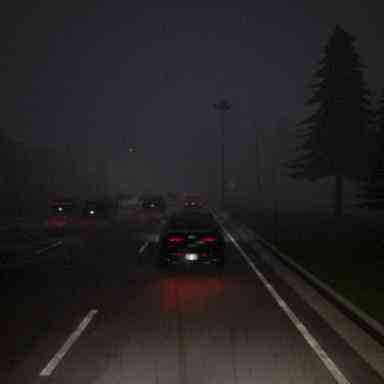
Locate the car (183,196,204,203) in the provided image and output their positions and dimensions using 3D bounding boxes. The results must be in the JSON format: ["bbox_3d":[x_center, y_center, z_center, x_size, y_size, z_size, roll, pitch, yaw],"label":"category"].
[{"bbox_3d":[0.131,1.036,31.631,2.033,1.411,5.357,0,1,1],"label":"car"}]

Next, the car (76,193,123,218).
[{"bbox_3d":[-6.921,1.095,25.507,1.837,1.490,4.892,0,1,0],"label":"car"}]

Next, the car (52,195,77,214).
[{"bbox_3d":[-10.393,1.044,28.721,1.837,1.490,4.892,0,1,1],"label":"car"}]

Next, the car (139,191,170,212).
[{"bbox_3d":[-3.390,0.974,31.143,1.882,1.535,5.008,0,1,0],"label":"car"}]

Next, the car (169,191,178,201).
[{"bbox_3d":[-3.363,0.620,54.768,1.837,1.490,4.892,0,1,0],"label":"car"}]

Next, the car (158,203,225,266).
[{"bbox_3d":[0.006,1.330,10.803,1.837,1.490,4.892,0,1,0],"label":"car"}]

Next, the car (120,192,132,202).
[{"bbox_3d":[-10.356,0.733,50.592,2.033,1.411,5.357,0,1,0],"label":"car"}]
